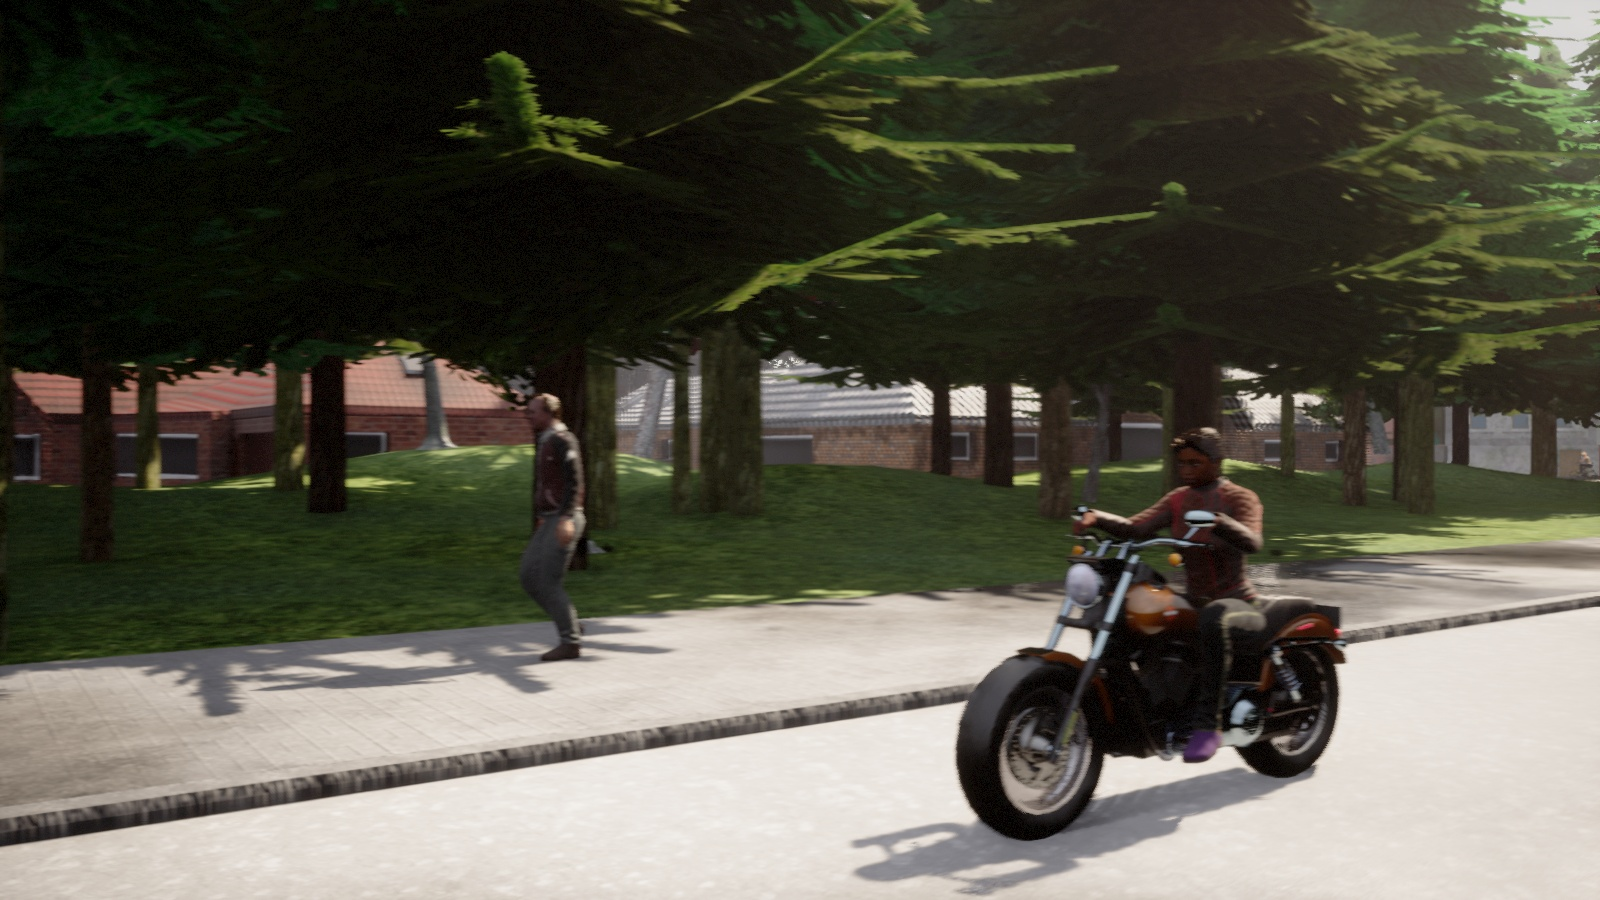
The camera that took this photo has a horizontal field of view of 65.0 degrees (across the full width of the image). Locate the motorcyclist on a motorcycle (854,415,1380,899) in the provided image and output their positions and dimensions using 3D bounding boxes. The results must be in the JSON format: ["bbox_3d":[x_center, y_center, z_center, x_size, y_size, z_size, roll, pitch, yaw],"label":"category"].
[{"bbox_3d":[1.398,0.702,5.242,2.350,1.649,0.766,0,0,-35],"label":"motorcyclist on a motorcycle"}]

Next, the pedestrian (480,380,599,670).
[{"bbox_3d":[-1.732,0.476,8.326,0.720,1.854,0.376,0,0,-21],"label":"pedestrian"}]
